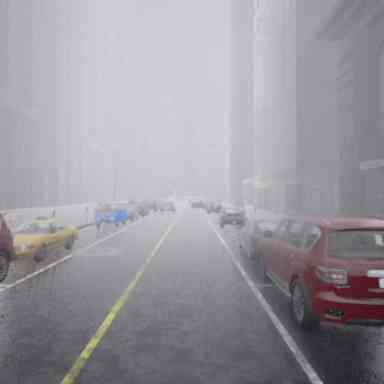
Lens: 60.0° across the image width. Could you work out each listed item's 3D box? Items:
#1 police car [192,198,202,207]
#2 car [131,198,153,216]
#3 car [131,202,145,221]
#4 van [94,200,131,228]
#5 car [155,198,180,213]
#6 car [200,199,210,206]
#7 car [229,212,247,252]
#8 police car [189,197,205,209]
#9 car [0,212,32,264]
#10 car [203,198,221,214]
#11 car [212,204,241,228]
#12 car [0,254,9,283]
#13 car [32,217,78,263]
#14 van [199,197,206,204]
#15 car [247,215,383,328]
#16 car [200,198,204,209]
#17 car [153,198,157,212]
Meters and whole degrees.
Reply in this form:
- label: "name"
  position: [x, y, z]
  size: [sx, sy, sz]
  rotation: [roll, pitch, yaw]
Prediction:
- label: "police car"
  position: [0.899, 2.058, 64.658]
  size: [1.930, 1.638, 5.238]
  rotation: [0, -1, 0]
- label: "car"
  position: [-5.767, 1.654, 35.239]
  size: [2.192, 1.841, 5.009]
  rotation: [0, -1, 0]
- label: "car"
  position: [-5.766, 1.834, 29.596]
  size: [2.008, 1.369, 4.403]
  rotation: [0, -1, 0]
- label: "van"
  position: [-5.767, 1.569, 23.958]
  size: [1.690, 1.788, 3.998]
  rotation: [0, -1, 0]
- label: "car"
  position: [-3.089, 1.907, 42.791]
  size: [2.128, 1.511, 4.902]
  rotation: [0, -1, 0]
- label: "car"
  position: [2.758, 2.222, 69.084]
  size: [1.887, 1.381, 4.507]
  rotation: [0, -1, 0]
- label: "car"
  position: [2.760, 1.670, 12.682]
  size: [2.008, 1.369, 4.403]
  rotation: [0, -1, 0]
- label: "police car"
  position: [0.842, 1.958, 54.650]
  size: [1.930, 1.638, 5.238]
  rotation: [0, -1, -1]
- label: "car"
  position: [-5.766, 1.382, 7.036]
  size: [2.192, 1.841, 5.009]
  rotation: [0, -1, 0]
- label: "car"
  position: [2.758, 1.835, 40.883]
  size: [1.967, 1.590, 4.097]
  rotation: [0, -1, 0]
- label: "car"
  position: [2.759, 1.779, 23.962]
  size: [2.008, 1.369, 4.403]
  rotation: [0, -1, 0]
- label: "car"
  position: [-3.101, 1.492, 1.369]
  size: [1.882, 1.535, 5.008]
  rotation: [0, -1, 0]
- label: "car"
  position: [-5.766, 1.644, 12.505]
  size: [1.752, 1.417, 4.829]
  rotation: [0, -1, 0]
- label: "van"
  position: [2.758, 2.188, 86.007]
  size: [1.690, 1.788, 3.998]
  rotation: [0, -1, 0]
- label: "car"
  position: [2.759, 1.382, 7.044]
  size: [2.192, 1.841, 5.009]
  rotation: [0, -1, 0]
- label: "car"
  position: [2.759, 2.074, 52.163]
  size: [1.947, 1.339, 4.313]
  rotation: [0, -1, 0]
- label: "car"
  position: [-5.767, 1.767, 46.520]
  size: [2.192, 1.841, 5.009]
  rotation: [0, -1, 0]
